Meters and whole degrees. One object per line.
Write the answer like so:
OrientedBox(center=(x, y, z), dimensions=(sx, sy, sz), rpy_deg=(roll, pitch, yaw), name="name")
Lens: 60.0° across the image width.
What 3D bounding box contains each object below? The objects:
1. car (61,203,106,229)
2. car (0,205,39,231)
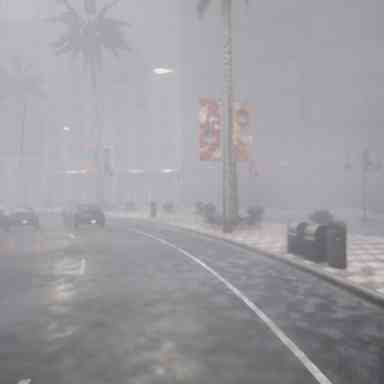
OrientedBox(center=(-7.061, 1.473, 21.425), dimensions=(1.837, 1.490, 4.892), rpy_deg=(0, 0, -33), name="car")
OrientedBox(center=(-10.898, 1.527, 20.868), dimensions=(1.812, 1.442, 4.674), rpy_deg=(0, 0, -36), name="car")
